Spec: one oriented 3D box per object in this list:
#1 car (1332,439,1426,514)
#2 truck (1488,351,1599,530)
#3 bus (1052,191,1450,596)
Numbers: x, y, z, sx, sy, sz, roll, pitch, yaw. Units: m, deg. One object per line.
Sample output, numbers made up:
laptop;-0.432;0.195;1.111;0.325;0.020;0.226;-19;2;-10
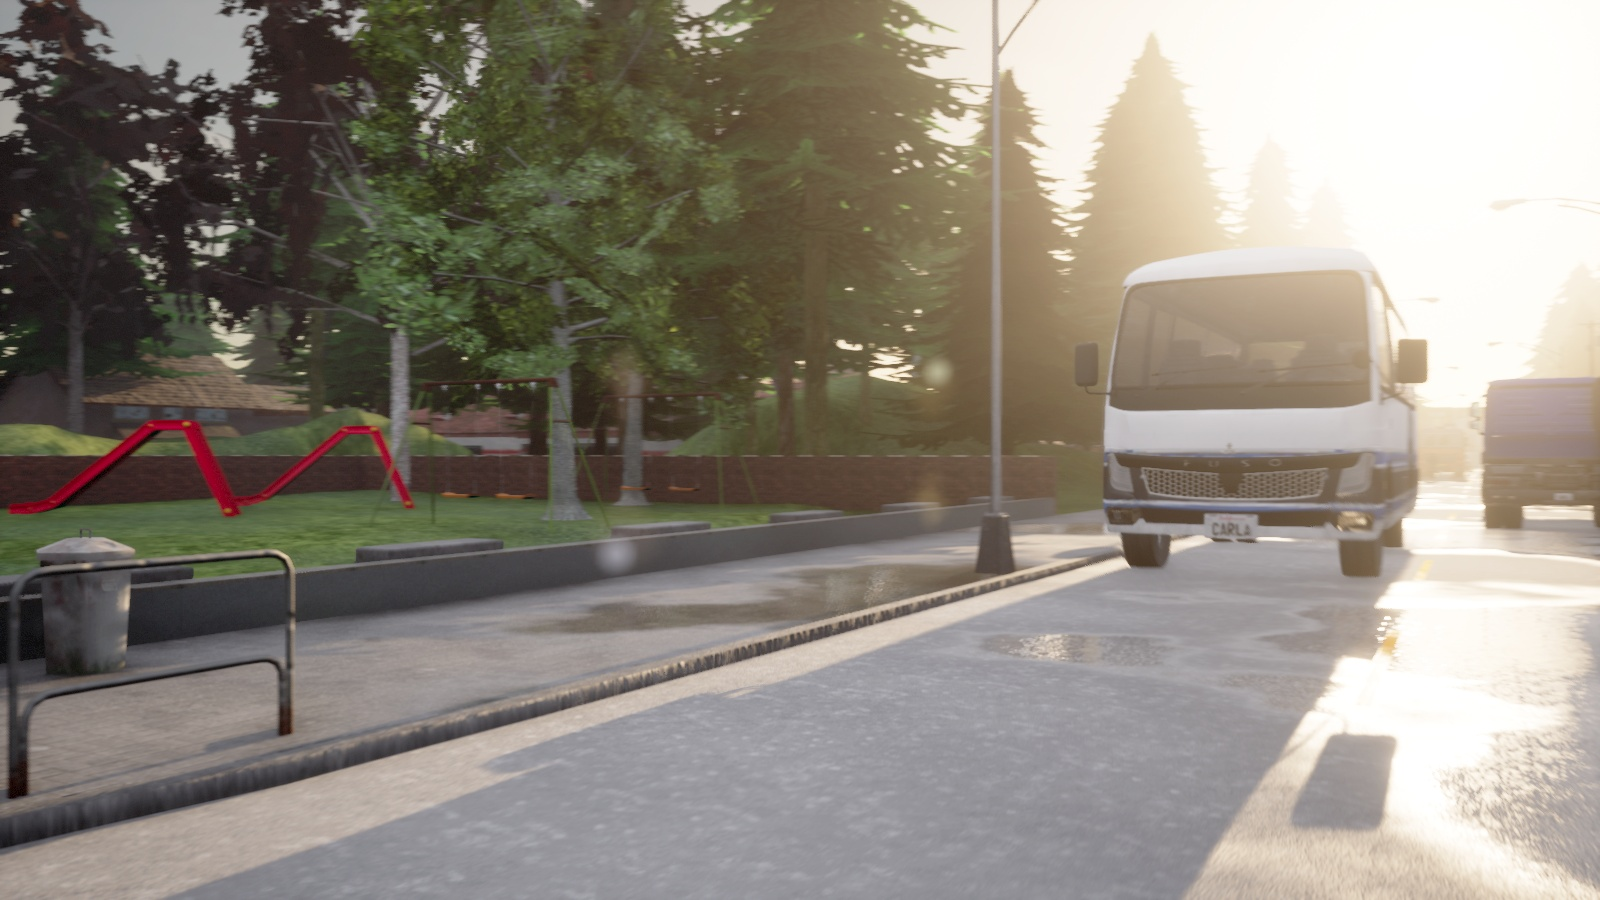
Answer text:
car;15.586;0.661;33.676;1.932;1.855;4.605;0;0;29
truck;16.981;-0.168;27.947;2.891;3.462;7.936;0;0;29
bus;7.246;-0.571;18.606;3.944;4.253;10.273;0;0;29
